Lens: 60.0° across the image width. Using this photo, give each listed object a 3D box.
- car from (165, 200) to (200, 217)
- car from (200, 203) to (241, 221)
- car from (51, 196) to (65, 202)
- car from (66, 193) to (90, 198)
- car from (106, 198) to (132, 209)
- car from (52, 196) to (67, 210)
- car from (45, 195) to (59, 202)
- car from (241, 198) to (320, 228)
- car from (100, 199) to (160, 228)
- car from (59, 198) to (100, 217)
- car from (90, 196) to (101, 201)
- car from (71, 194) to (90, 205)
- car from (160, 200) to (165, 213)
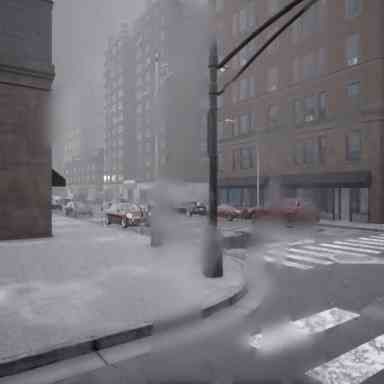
[{"bbox_3d":[-0.355,1.550,31.188,1.947,1.339,4.313,0,0,-35],"label":"car"},{"bbox_3d":[2.825,1.571,26.672,1.802,1.307,4.206,0,0,-35],"label":"car"},{"bbox_3d":[-28.973,1.478,71.838,2.008,1.369,4.403,0,0,-35],"label":"car"},{"bbox_3d":[-18.214,1.176,51.761,2.150,2.045,5.566,0,0,-35],"label":"car"},{"bbox_3d":[-9.894,1.532,44.738,1.947,1.339,4.313,0,0,-35],"label":"car"},{"bbox_3d":[-16.855,1.512,39.814,1.887,1.381,4.507,0,0,-35],"label":"car"},{"bbox_3d":[-32.153,1.471,76.354,2.008,1.369,4.403,0,0,-35],"label":"car"},{"bbox_3d":[6.005,1.309,22.155,2.192,1.841,5.009,0,0,-35],"label":"car"},{"bbox_3d":[-4.132,1.430,21.742,1.967,1.590,4.097,0,0,-35],"label":"car"},{"bbox_3d":[-10.493,1.530,30.779,2.008,1.369,4.403,0,0,-35],"label":"car"},{"bbox_3d":[-16.004,1.457,53.915,1.837,1.490,4.892,0,0,-35],"label":"car"},{"bbox_3d":[-20.044,1.298,59.596,2.097,1.767,4.553,0,0,-35],"label":"car"},{"bbox_3d":[-3.535,1.529,35.706,2.008,1.369,4.403,0,0,-35],"label":"car"}]
